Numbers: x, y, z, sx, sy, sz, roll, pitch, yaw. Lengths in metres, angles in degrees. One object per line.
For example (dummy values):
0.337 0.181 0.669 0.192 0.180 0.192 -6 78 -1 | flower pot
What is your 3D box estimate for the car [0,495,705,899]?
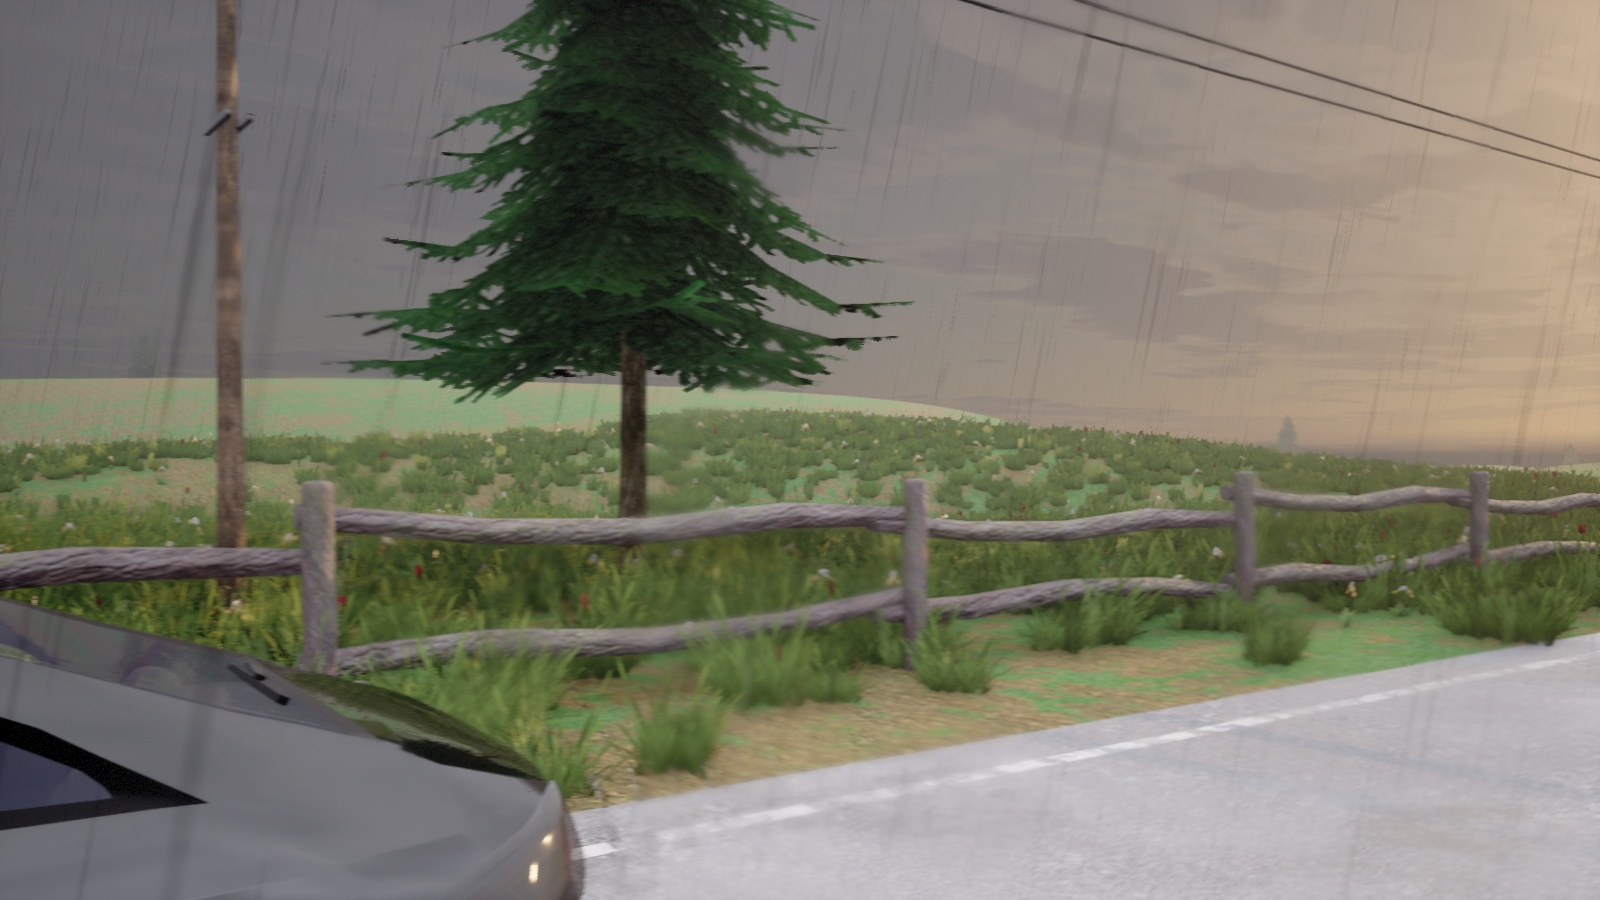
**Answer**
-2.434 0.818 1.598 4.181 1.385 1.994 0 0 -35 | car
